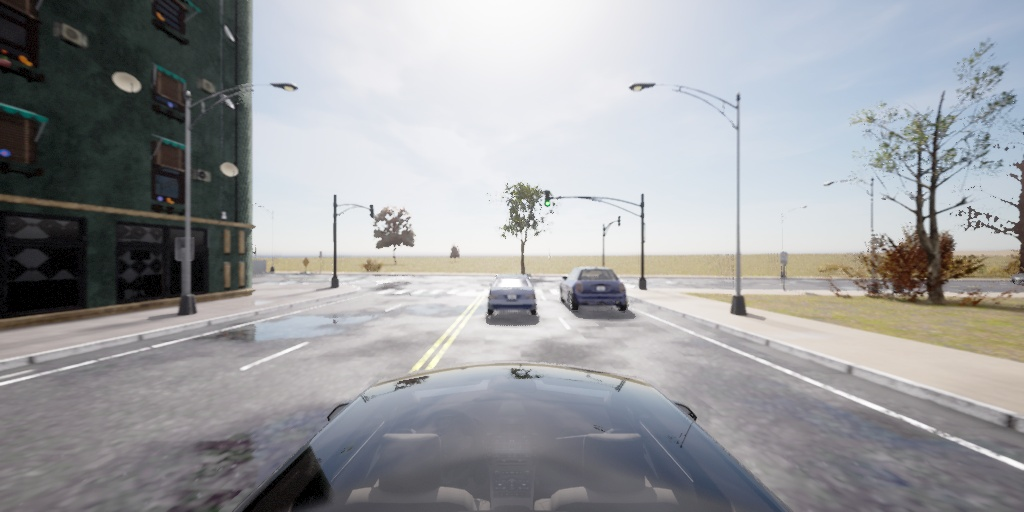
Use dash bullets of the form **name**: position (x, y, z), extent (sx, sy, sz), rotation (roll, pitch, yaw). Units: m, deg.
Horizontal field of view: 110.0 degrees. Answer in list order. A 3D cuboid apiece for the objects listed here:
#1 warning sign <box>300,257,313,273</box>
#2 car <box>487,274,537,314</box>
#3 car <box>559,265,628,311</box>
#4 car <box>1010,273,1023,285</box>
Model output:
- **warning sign**: position (-23.465, 0.984, 40.781), extent (1.060, 1.860, 1.300), rotation (0, 0, 1)
- **car**: position (0.012, 1.423, 14.357), extent (2.033, 1.411, 5.357), rotation (0, -1, 0)
- **car**: position (3.276, 1.236, 15.258), extent (2.097, 1.767, 4.553), rotation (0, -1, 1)
- **car**: position (48.963, 1.990, 32.858), extent (4.902, 1.511, 2.128), rotation (1, 0, 2)
